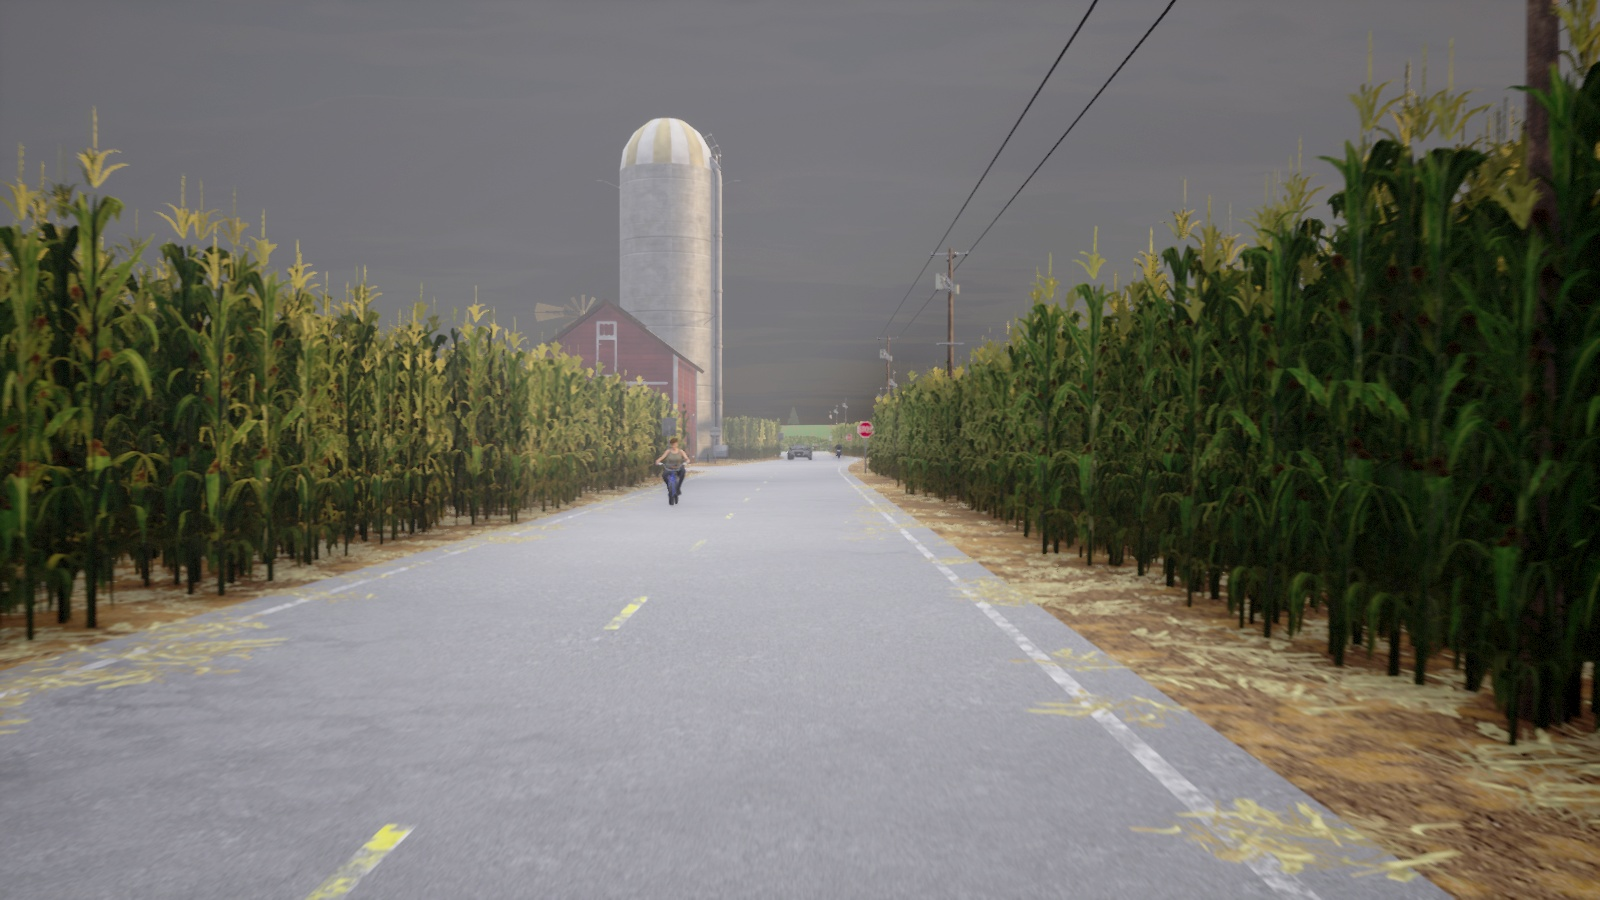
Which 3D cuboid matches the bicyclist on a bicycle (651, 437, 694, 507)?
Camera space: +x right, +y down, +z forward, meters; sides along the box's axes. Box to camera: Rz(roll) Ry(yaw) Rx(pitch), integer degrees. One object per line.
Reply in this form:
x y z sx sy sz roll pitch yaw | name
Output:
-3.007 0.513 29.740 0.866 1.612 1.509 0 0 1 | bicyclist on a bicycle
